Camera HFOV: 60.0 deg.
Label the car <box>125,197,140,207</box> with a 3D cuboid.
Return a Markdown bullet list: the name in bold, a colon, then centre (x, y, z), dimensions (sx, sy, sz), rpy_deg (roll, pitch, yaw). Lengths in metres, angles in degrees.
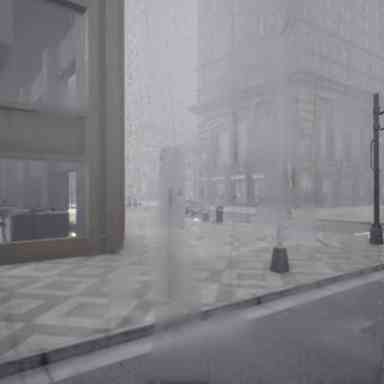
- **car**: centre (-9.535, 1.463, 49.149), dimensions (2.033, 1.411, 5.357), rpy_deg (0, 0, -35)

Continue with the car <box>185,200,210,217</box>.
- **car**: centre (-0.265, 1.492, 30.705), dimensions (1.812, 1.442, 4.674), rpy_deg (0, 0, -35)
